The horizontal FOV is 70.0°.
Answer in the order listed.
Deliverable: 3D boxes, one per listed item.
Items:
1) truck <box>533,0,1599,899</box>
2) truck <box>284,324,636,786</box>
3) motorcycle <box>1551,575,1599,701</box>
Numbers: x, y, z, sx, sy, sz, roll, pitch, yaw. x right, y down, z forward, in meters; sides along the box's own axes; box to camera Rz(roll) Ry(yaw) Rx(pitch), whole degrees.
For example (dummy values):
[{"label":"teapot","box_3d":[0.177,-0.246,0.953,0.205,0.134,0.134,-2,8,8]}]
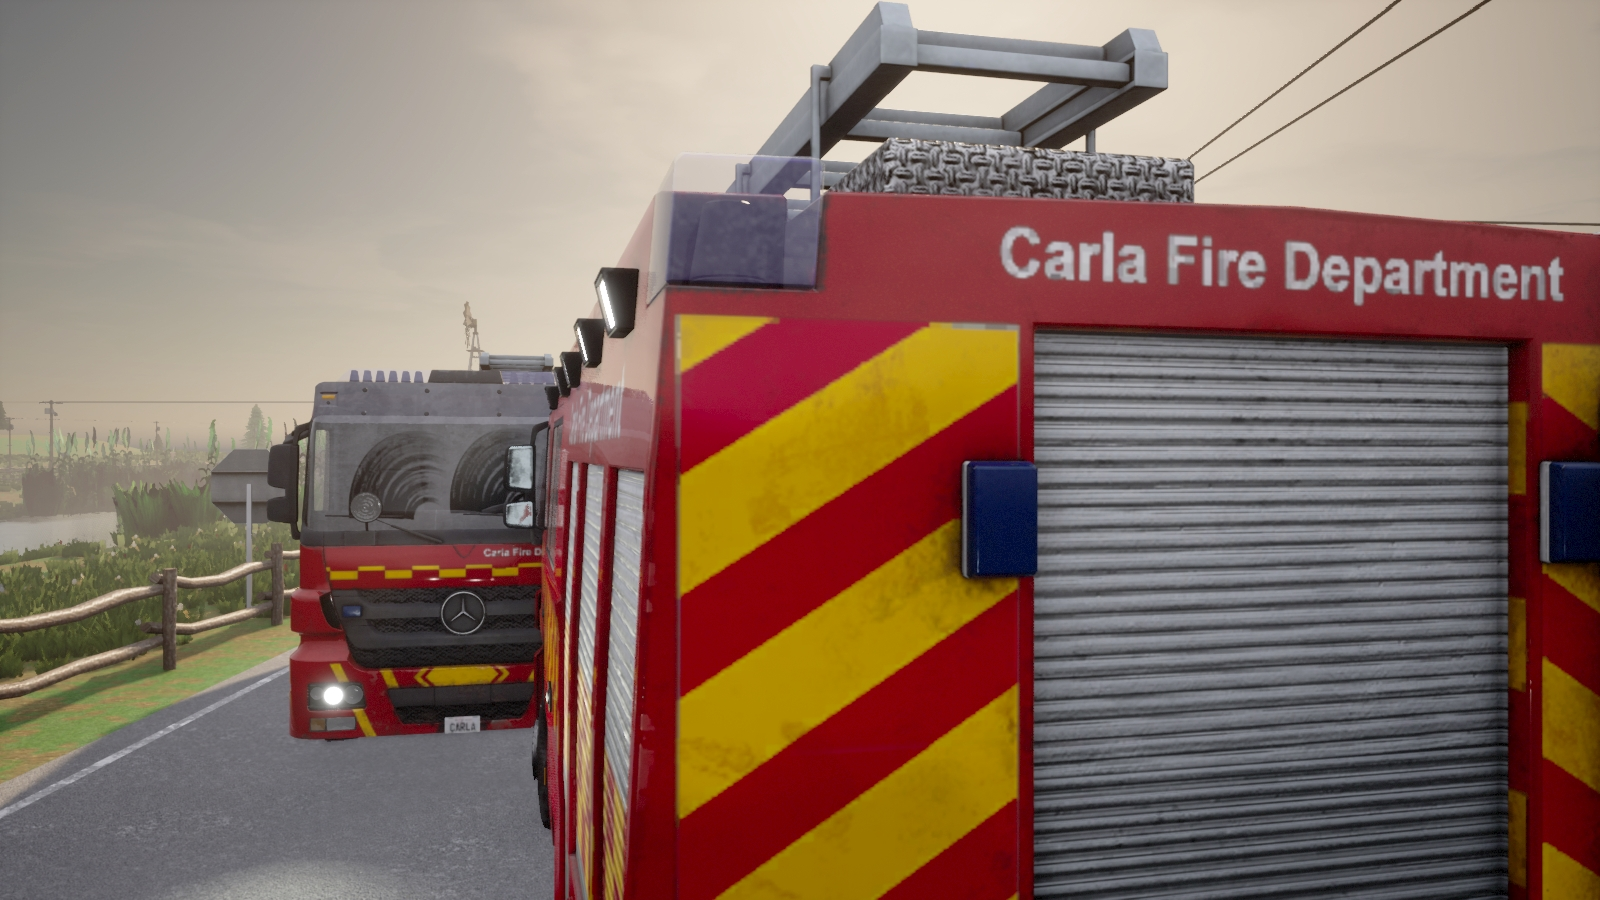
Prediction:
[{"label":"truck","box_3d":[-0.050,0.867,6.872,2.891,3.827,8.468,0,0,-14]},{"label":"truck","box_3d":[-3.898,0.862,13.923,2.891,3.827,8.468,0,0,-14]},{"label":"motorcycle","box_3d":[9.798,2.142,13.155,1.805,1.316,0.856,0,0,-7]}]
